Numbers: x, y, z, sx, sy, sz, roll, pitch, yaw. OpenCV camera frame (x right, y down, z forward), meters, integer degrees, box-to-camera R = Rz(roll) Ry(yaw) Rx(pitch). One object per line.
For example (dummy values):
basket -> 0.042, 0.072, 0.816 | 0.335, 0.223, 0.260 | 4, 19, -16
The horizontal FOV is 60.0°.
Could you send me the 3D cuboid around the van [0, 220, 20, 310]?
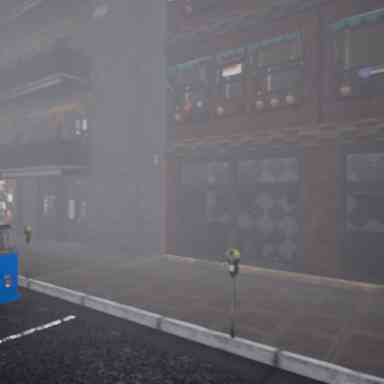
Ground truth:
van -> -5.026, 1.337, 6.455 | 3.998, 1.788, 1.690 | 0, 0, 35
